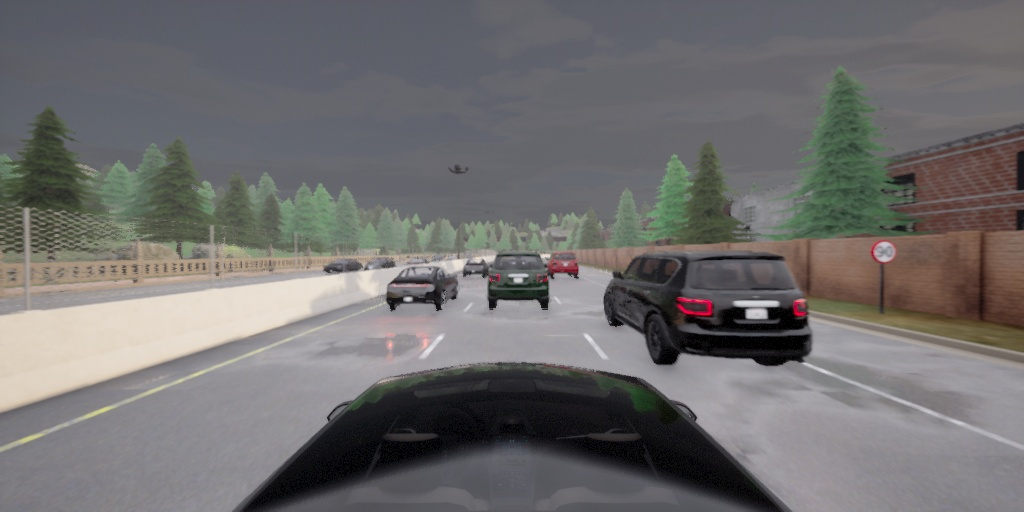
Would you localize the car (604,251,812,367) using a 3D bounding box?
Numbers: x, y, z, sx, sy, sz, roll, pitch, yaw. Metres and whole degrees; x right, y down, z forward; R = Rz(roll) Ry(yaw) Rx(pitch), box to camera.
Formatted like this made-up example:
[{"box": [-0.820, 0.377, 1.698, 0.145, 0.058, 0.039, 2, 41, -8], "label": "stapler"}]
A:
[{"box": [3.634, 0.909, 7.911, 2.150, 2.045, 5.566, 0, 1, 1], "label": "car"}]

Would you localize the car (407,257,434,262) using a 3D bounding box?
[{"box": [-10.013, 0.956, 37.922, 1.812, 1.442, 4.674, 0, 1, 1], "label": "car"}]

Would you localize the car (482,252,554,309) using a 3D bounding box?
[{"box": [0.253, 0.855, 14.312, 2.150, 2.045, 5.566, 0, 1, 1], "label": "car"}]

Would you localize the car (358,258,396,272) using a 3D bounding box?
[{"box": [-13.530, 0.936, 37.034, 2.128, 1.511, 4.902, 0, 0, 1], "label": "car"}]

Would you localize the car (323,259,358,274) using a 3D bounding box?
[{"box": [-17.043, 1.001, 36.534, 2.033, 1.411, 5.357, 0, 1, 1], "label": "car"}]

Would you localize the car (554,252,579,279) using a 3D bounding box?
[{"box": [4.019, 0.711, 29.252, 2.150, 2.045, 5.566, 0, 1, 1], "label": "car"}]

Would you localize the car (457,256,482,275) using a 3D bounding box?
[{"box": [-2.962, 0.981, 30.356, 2.128, 1.511, 4.902, 0, 1, 1], "label": "car"}]

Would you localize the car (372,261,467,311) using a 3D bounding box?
[{"box": [-3.256, 1.136, 13.803, 2.128, 1.511, 4.902, 0, 1, 1], "label": "car"}]
